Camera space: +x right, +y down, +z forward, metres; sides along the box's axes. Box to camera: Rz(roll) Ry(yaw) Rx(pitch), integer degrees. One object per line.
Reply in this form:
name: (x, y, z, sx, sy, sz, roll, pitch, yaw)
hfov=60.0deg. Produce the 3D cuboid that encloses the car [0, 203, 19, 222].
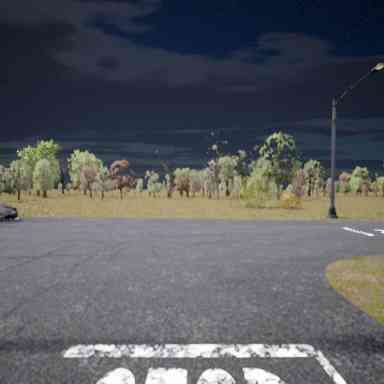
car: (-14.725, 1.374, 23.773, 4.181, 1.385, 1.994, 1, 1, 0)
